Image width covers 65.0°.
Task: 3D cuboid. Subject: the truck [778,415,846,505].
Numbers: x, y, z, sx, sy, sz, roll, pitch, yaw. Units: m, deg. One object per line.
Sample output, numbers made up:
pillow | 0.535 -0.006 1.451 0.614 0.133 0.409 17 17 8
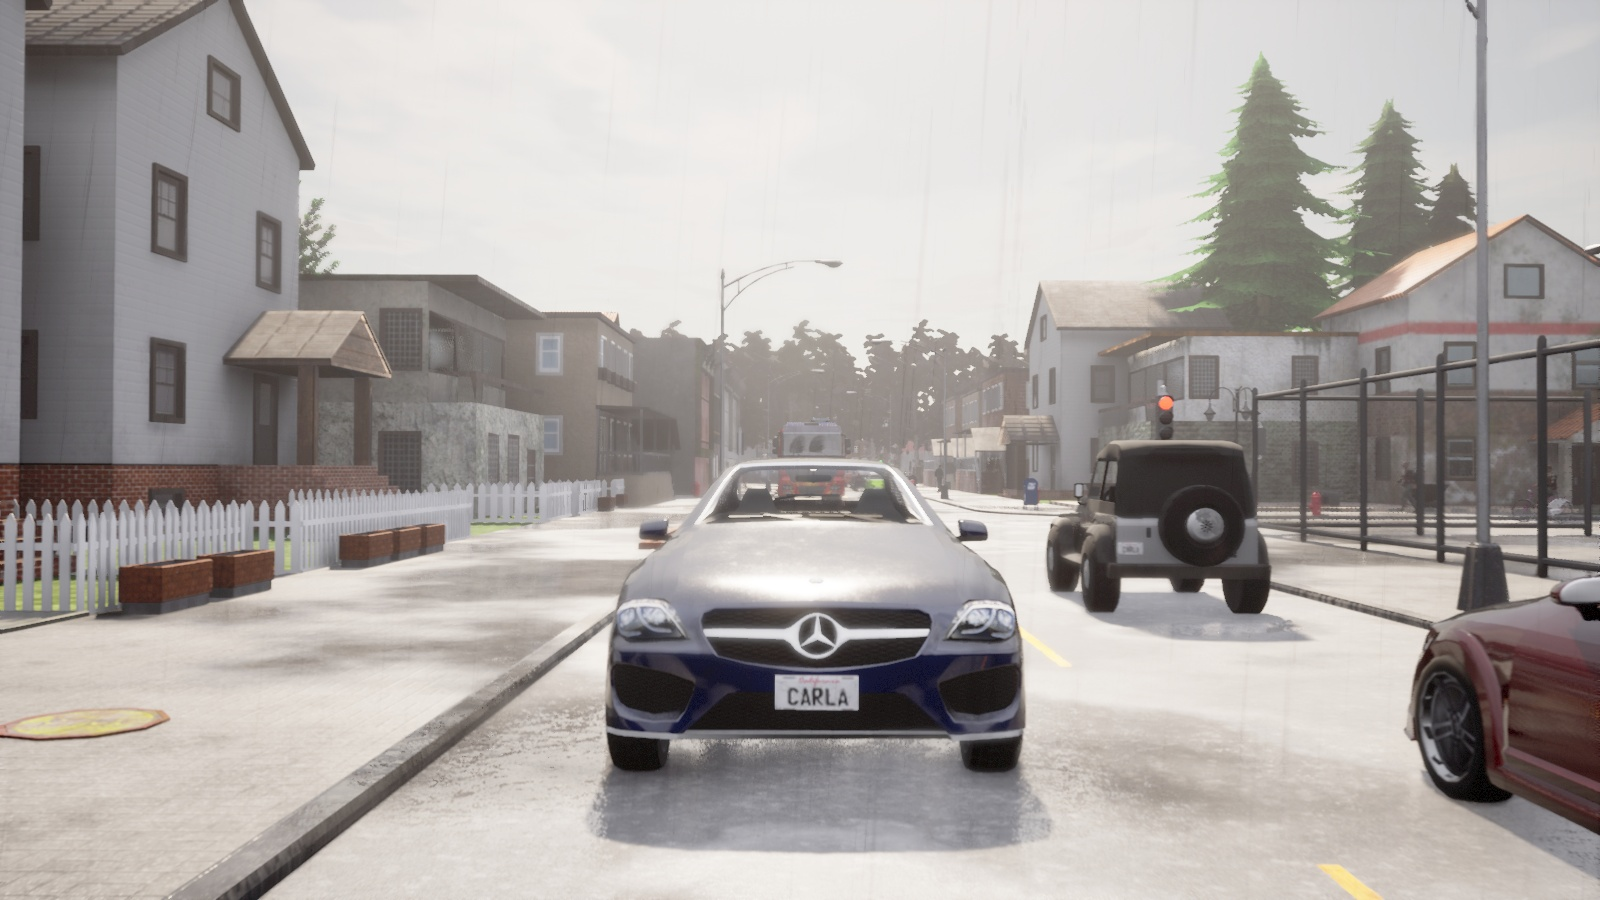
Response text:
truck | 0.445 0.495 57.653 2.891 3.827 8.468 0 -1 -1

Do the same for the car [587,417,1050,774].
car | 0.088 0.713 8.361 2.152 1.651 5.027 0 -1 0

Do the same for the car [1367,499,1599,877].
car | 4.043 0.929 4.729 1.994 1.385 4.181 0 -1 1

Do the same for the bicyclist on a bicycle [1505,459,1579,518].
bicyclist on a bicycle | 22.566 1.154 38.228 1.843 1.776 0.659 0 -1 0

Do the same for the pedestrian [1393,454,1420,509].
pedestrian | 20.820 1.072 43.090 0.720 1.854 0.376 0 -1 -4

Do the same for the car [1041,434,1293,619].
car | 4.095 0.807 14.695 1.905 1.878 3.866 0 -1 2
